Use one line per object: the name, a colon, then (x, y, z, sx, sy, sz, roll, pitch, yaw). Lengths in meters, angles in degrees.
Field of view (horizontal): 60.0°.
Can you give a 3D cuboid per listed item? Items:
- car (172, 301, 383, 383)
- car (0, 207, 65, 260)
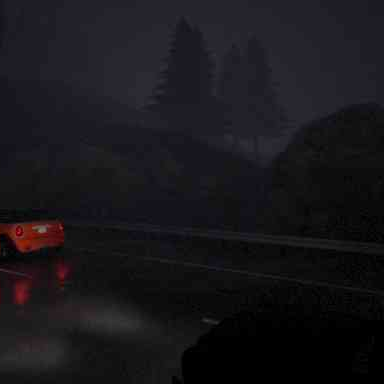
car: (2.159, 1.596, 2.366, 4.718, 1.301, 1.895, 0, 0, 35)
car: (-6.928, 1.330, 12.508, 4.553, 1.767, 2.097, 0, 0, 32)
